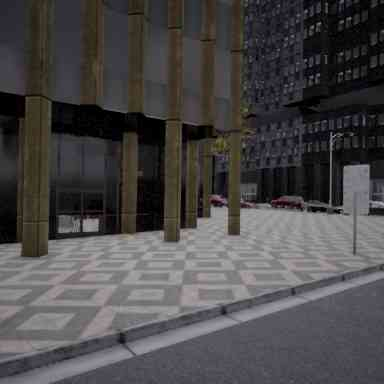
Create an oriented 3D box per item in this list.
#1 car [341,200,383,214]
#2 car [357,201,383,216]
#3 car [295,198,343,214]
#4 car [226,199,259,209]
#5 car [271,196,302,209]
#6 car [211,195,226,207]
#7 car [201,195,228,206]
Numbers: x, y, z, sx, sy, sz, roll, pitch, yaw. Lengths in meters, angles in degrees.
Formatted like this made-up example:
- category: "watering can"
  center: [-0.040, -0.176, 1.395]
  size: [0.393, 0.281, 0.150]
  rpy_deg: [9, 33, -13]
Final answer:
- category: "car"
  center: [20.060, 1.707, 38.746]
  size: [2.008, 1.369, 4.403]
  rpy_deg: [1, -1, -35]
- category: "car"
  center: [16.308, 1.517, 29.309]
  size: [2.008, 1.369, 4.403]
  rpy_deg: [1, -1, -35]
- category: "car"
  center: [13.115, 1.539, 33.803]
  size: [1.947, 1.339, 4.313]
  rpy_deg: [1, -1, -35]
- category: "car"
  center: [6.731, 1.570, 42.793]
  size: [1.802, 1.307, 4.206]
  rpy_deg: [1, -1, -35]
- category: "car"
  center: [13.679, 1.486, 47.737]
  size: [2.192, 1.841, 5.009]
  rpy_deg: [1, -1, -35]
- category: "car"
  center: [3.543, 1.311, 47.291]
  size: [2.192, 1.841, 5.009]
  rpy_deg: [1, -1, -35]
- category: "car"
  center: [4.103, 1.511, 61.221]
  size: [2.192, 1.841, 5.009]
  rpy_deg: [1, -1, -35]
